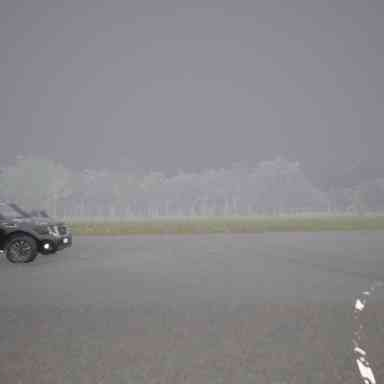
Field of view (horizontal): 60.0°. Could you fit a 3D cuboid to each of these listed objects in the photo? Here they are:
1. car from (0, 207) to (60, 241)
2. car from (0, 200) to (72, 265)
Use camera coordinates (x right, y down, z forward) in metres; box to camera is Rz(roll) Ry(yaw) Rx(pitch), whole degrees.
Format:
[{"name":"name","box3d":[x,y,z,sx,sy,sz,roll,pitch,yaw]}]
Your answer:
[{"name":"car","box3d":[-10.098,1.761,18.618,4.553,1.767,2.097,0,-4,0]},{"name":"car","box3d":[-7.165,1.249,11.613,5.566,2.045,2.150,2,-2,0]}]
